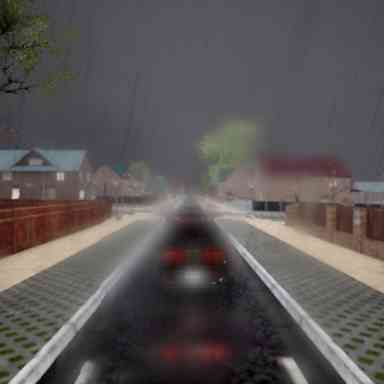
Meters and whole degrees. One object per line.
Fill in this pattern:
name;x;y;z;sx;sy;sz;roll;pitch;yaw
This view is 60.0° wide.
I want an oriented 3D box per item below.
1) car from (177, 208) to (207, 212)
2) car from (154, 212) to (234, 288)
car;-0.008;1.617;19.841;1.994;1.385;4.181;0;0;0
car;0.045;1.525;9.278;1.837;1.490;4.892;0;-1;0
